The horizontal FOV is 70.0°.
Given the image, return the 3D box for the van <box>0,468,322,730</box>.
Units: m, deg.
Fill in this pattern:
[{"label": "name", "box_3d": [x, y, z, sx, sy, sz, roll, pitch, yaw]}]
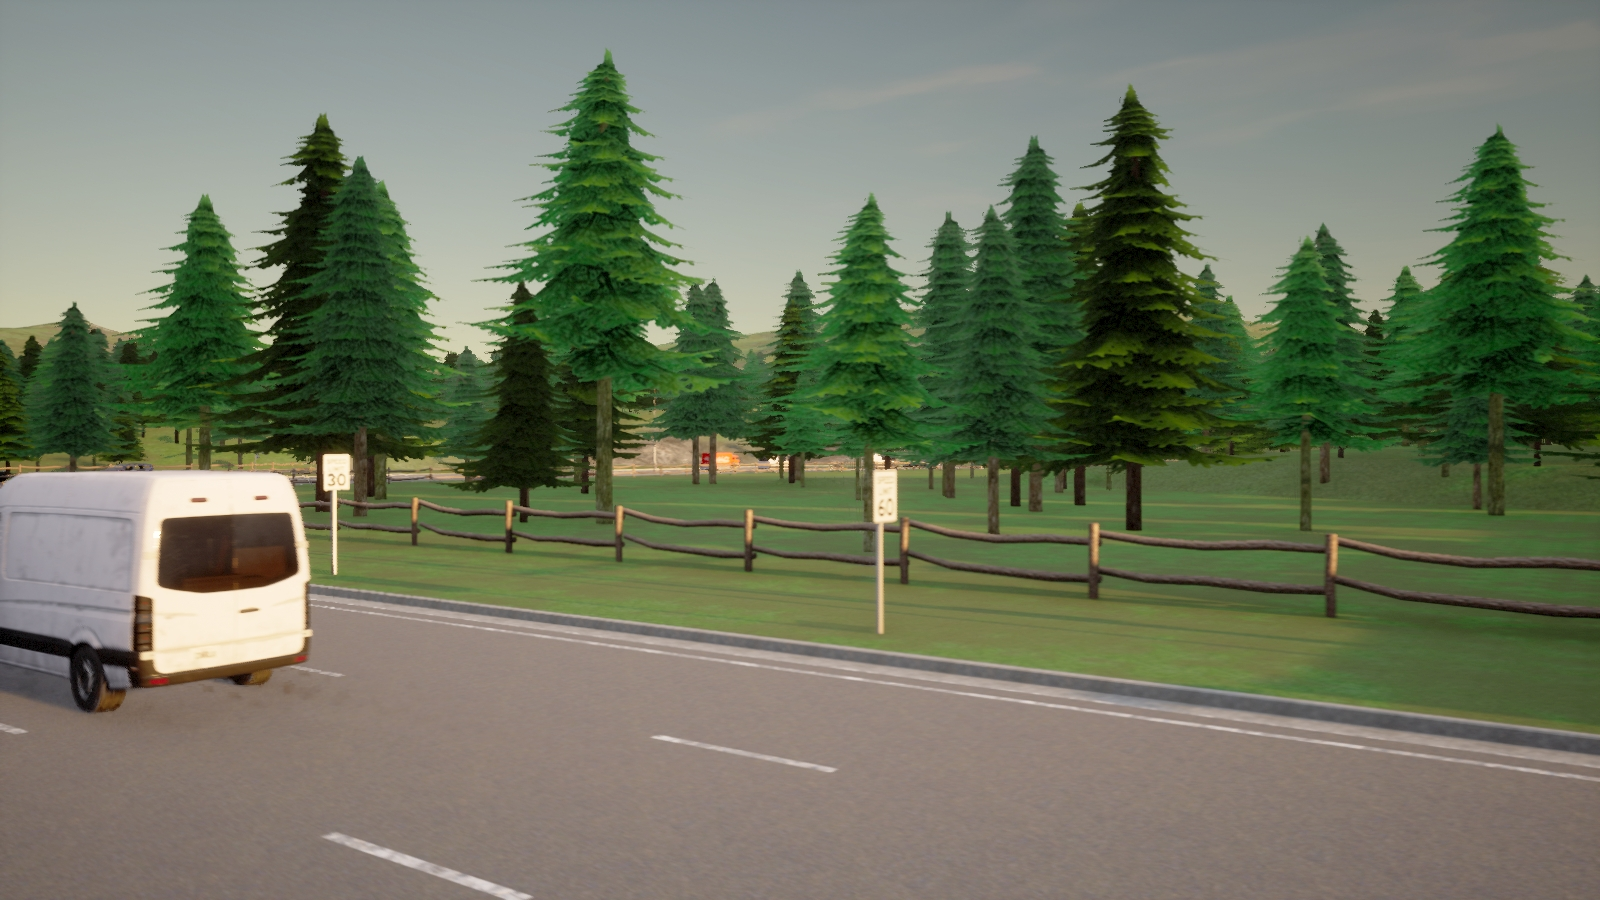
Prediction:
[{"label": "van", "box_3d": [-8.489, 1.534, 13.983, 5.915, 2.561, 1.988, 0, 0, 35]}]
